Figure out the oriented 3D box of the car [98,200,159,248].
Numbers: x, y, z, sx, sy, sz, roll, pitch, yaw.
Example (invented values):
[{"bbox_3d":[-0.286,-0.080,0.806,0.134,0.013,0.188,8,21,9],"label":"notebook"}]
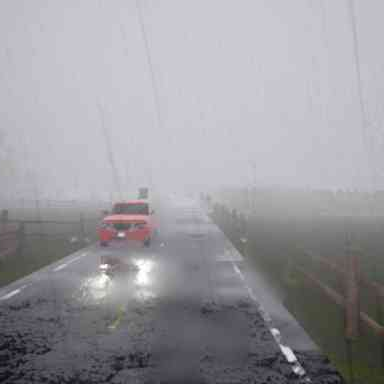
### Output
[{"bbox_3d":[-2.851,1.407,16.208,2.150,2.045,5.566,0,-1,0],"label":"car"}]
